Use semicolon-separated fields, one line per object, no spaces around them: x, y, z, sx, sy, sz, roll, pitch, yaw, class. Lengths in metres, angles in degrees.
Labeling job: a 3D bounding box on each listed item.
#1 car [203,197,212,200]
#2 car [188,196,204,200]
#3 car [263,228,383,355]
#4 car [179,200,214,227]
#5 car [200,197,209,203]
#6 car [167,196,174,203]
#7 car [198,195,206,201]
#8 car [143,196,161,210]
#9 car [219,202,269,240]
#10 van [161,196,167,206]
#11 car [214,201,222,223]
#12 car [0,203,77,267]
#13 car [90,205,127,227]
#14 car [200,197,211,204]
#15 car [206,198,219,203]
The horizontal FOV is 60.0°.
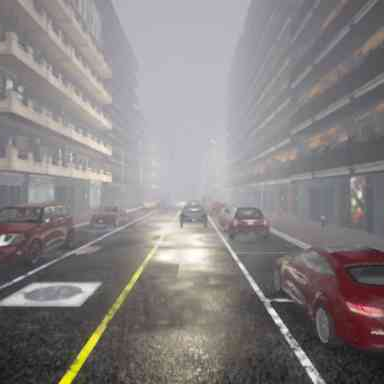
2.716;1.632;39.948;1.887;1.381;4.507;0;0;0;car
0.132;1.596;45.294;2.128;1.511;4.902;0;0;0;car
2.694;1.588;5.976;1.802;1.307;4.206;0;0;0;car
0.116;1.535;23.017;2.128;1.511;4.902;0;0;0;car
2.739;1.772;73.914;2.008;1.369;4.403;0;0;0;car
-5.642;1.662;73.944;1.967;1.590;4.097;0;0;0;car
2.749;1.747;90.900;1.967;1.590;4.097;0;0;0;car
-5.660;1.630;45.465;1.752;1.417;4.829;0;0;0;car
2.701;1.469;17.296;1.967;1.590;4.097;0;0;0;car
-5.654;1.488;56.959;1.690;1.788;3.998;0;0;0;van
2.706;1.569;23.128;1.752;1.417;4.829;0;0;0;car
-5.683;1.332;11.663;2.192;1.841;5.009;0;0;0;car
-5.675;1.588;22.987;1.887;1.381;4.507;0;0;0;car
2.735;1.747;68.253;2.008;1.369;4.403;0;0;0;car
2.713;1.617;34.283;1.887;1.381;4.507;0;0;0;car
